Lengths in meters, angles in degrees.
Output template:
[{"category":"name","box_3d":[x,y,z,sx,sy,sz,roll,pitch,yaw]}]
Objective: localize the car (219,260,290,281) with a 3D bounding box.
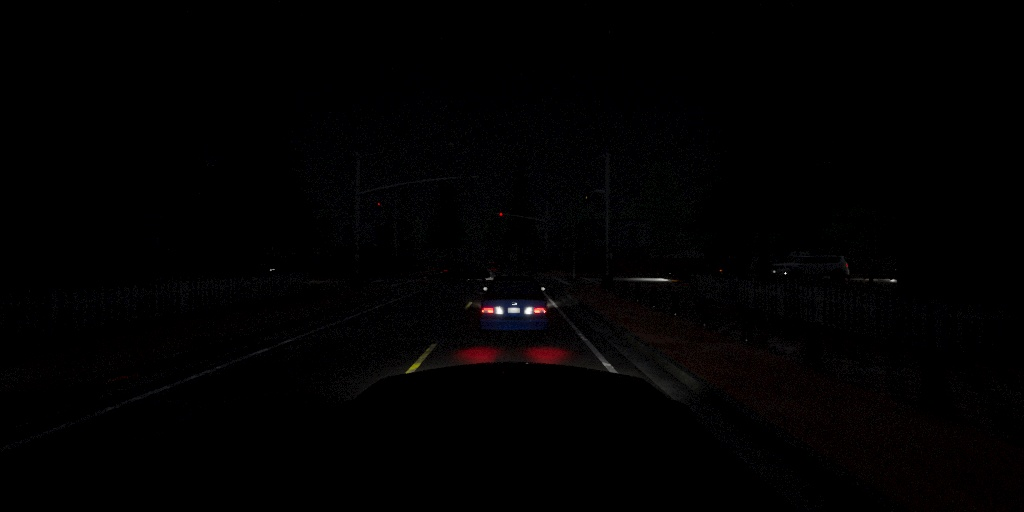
[{"category":"car","box_3d":[-19.611,1.087,27.490,4.553,1.767,2.097,0,0,2]}]

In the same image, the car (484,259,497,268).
[{"category":"car","box_3d":[-3.878,1.220,59.296,1.837,1.490,4.892,0,0,-16]}]

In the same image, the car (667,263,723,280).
[{"category":"car","box_3d":[15.314,1.299,30.171,4.181,1.385,1.994,0,0,2]}]

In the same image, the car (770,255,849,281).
[{"category":"car","box_3d":[24.679,0.956,29.892,5.566,2.045,2.150,0,0,1]}]

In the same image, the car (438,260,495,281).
[{"category":"car","box_3d":[-3.955,1.295,29.687,4.181,1.385,1.994,0,0,-32]}]

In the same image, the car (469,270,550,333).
[{"category":"car","box_3d":[0.062,1.297,10.754,2.033,1.411,5.357,0,0,0]}]

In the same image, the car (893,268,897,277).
[{"category":"car","box_3d":[34.525,1.087,29.584,4.553,1.767,2.097,0,0,2]}]

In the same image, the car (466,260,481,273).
[{"category":"car","box_3d":[-4.779,1.220,44.682,1.837,1.490,4.892,0,0,-6]}]
